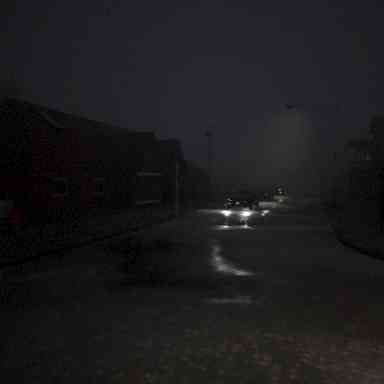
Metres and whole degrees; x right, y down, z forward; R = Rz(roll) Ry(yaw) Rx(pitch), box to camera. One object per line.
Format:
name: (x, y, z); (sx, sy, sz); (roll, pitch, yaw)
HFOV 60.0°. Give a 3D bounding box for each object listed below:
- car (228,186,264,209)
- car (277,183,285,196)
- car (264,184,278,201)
car: (4.221, 0.492, 26.671); (1.837, 1.490, 4.892); (1, 2, 21)
car: (11.989, -0.414, 47.329); (2.097, 1.767, 4.553); (1, 2, 21)
car: (7.784, 0.118, 36.188); (1.882, 1.535, 5.008); (1, 2, 21)
